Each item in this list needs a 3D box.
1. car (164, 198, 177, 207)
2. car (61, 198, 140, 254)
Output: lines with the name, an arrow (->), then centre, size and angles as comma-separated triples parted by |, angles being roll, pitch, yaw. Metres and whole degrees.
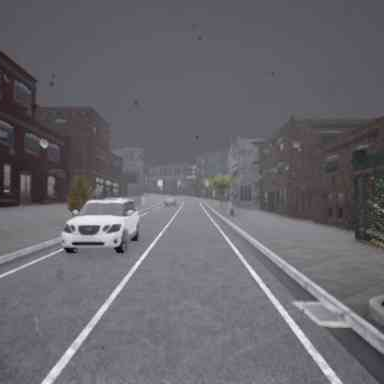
car -> -3.600, 1.691, 55.645 | 1.812, 1.442, 4.674 | 0, 0, 0
car -> -3.576, 1.295, 14.158 | 2.150, 2.045, 5.566 | 0, 0, 0
